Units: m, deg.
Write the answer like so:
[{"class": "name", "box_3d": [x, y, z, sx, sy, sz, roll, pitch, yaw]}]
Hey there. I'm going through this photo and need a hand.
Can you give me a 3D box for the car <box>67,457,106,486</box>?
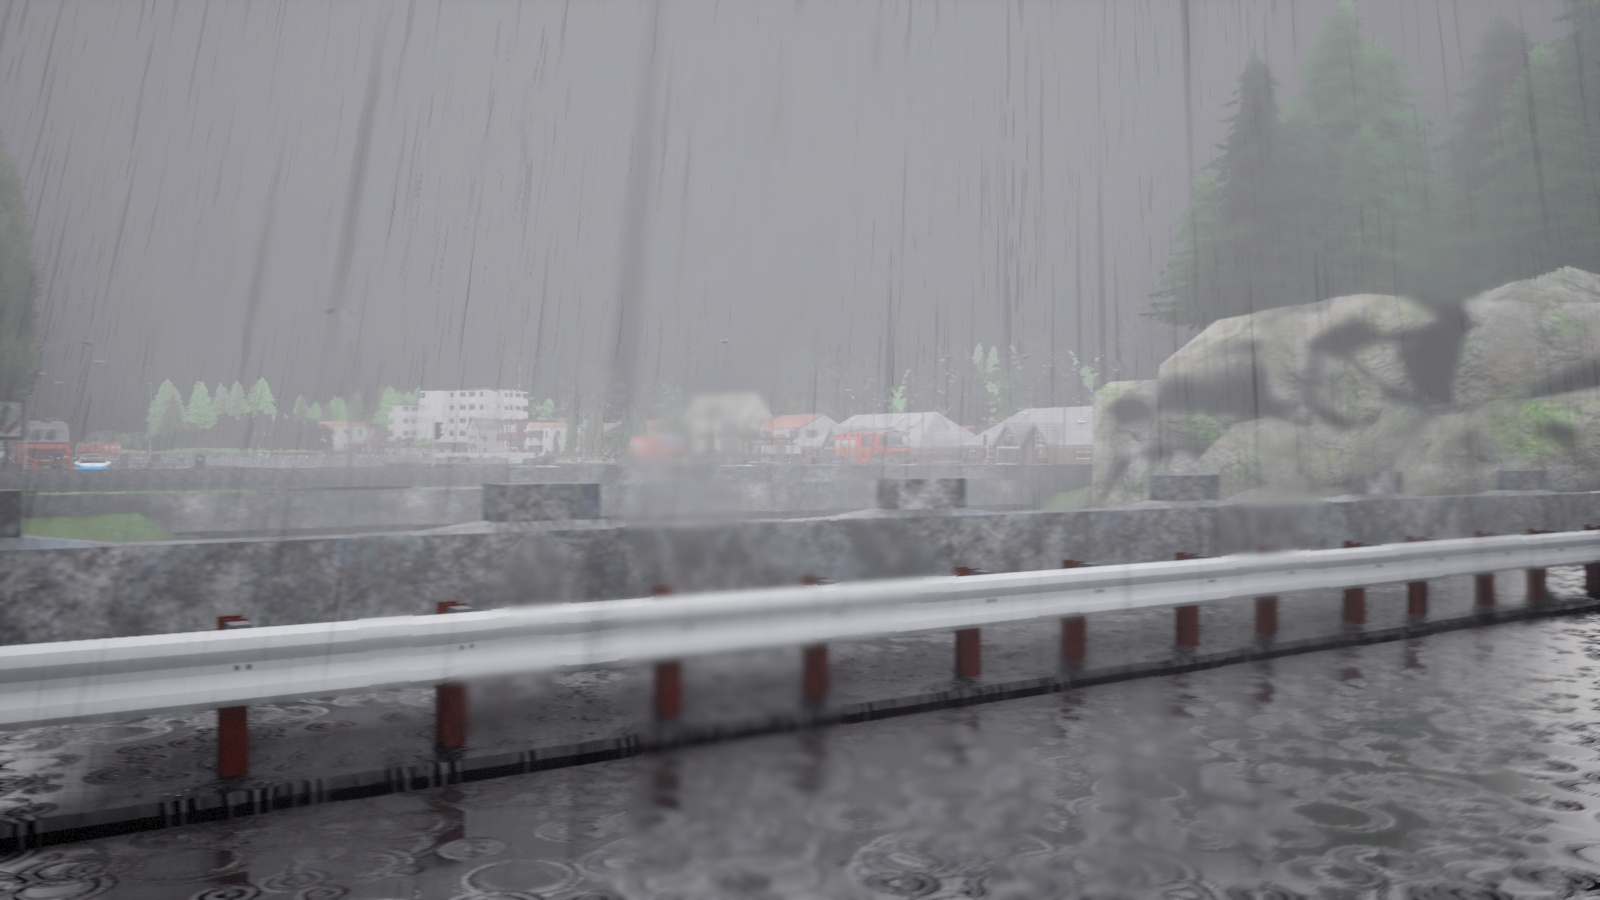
[{"class": "car", "box_3d": [-35.013, 1.025, 61.583, 1.481, 1.376, 2.207, 0, -1, -35]}]
